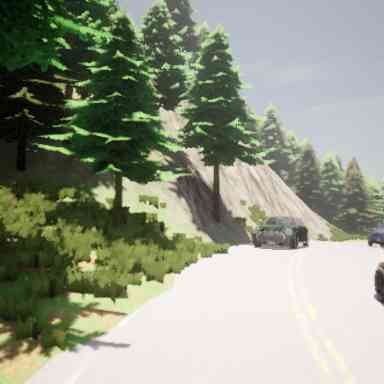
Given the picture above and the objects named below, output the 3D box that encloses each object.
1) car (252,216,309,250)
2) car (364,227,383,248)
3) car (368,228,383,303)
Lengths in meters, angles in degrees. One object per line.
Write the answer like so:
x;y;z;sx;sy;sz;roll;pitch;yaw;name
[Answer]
4.849;2.057;17.909;2.097;1.767;4.553;0;-5;30;car
15.499;3.635;26.423;4.674;1.442;1.812;9;-7;-44;car
4.581;1.590;5.358;1.812;1.442;4.674;0;-1;10;car
